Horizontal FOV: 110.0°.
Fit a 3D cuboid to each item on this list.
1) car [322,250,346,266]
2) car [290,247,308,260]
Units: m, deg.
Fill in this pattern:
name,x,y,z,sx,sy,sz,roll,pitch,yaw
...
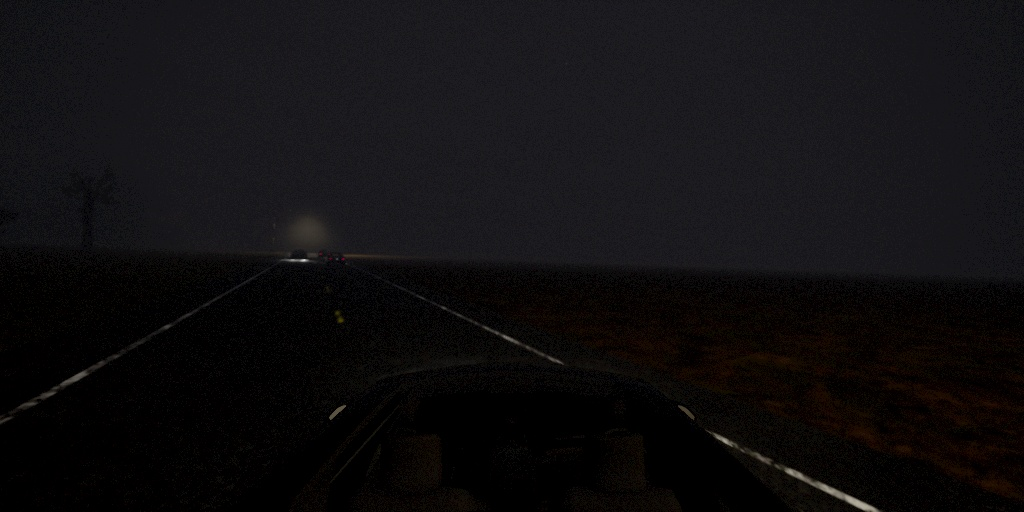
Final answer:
name,x,y,z,sx,sy,sz,roll,pitch,yaw
car,-19.870,0.297,40.365,2.033,1.411,5.357,3,0,-30
car,-29.845,-0.208,50.339,1.994,1.385,4.181,3,0,-30
